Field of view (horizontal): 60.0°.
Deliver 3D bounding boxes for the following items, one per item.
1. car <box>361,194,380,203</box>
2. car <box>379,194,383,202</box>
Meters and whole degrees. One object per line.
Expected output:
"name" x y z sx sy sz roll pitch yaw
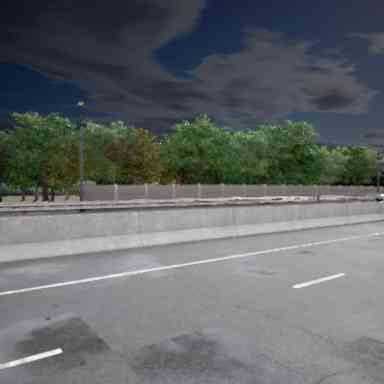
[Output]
"car" 30.169 1.096 55.506 4.553 1.767 2.097 0 0 -35
"car" 32.561 1.290 52.909 5.357 1.411 2.033 0 0 -35
